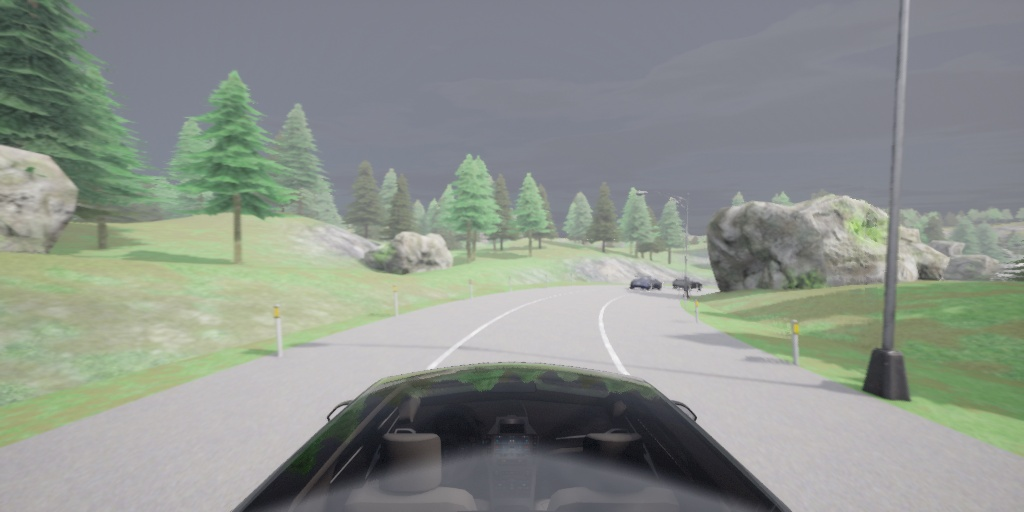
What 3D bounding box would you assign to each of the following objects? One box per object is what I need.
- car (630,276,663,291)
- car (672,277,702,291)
[{"bbox_3d":[13.283,2.651,35.297,1.994,1.385,4.181,2,-2,43],"label":"car"},{"bbox_3d":[20.924,3.305,42.717,4.902,1.511,2.128,6,-1,-39],"label":"car"}]
